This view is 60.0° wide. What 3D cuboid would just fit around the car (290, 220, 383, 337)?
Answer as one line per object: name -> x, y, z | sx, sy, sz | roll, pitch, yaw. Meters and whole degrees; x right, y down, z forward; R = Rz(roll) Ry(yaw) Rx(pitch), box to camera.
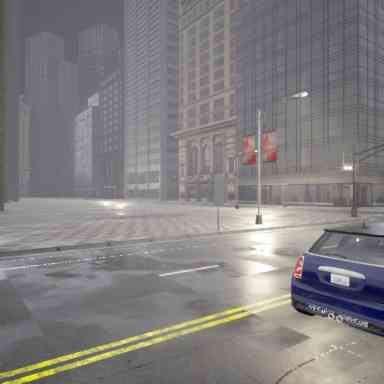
car -> 3.974, 1.352, 6.293 | 4.553, 1.767, 2.097 | 0, 0, -36
